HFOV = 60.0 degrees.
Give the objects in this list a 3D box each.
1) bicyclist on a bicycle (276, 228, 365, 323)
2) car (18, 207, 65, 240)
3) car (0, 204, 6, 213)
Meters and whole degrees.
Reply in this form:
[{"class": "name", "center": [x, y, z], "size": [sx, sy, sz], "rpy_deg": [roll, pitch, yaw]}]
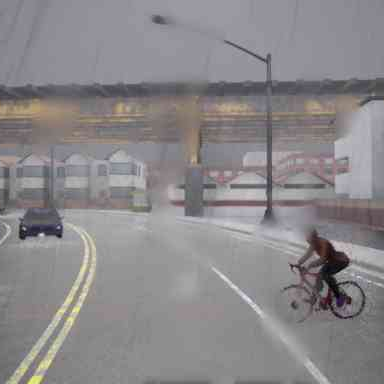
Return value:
[{"class": "bicyclist on a bicycle", "center": [2.220, 1.442, 5.750], "size": [1.656, 1.620, 0.582], "rpy_deg": [-2, 0, -7]}, {"class": "car", "center": [-7.558, 1.459, 16.771], "size": [2.033, 1.411, 5.357], "rpy_deg": [0, 0, -24]}, {"class": "car", "center": [-24.618, 1.835, 39.860], "size": [5.357, 1.411, 2.033], "rpy_deg": [-1, -2, 28]}]
